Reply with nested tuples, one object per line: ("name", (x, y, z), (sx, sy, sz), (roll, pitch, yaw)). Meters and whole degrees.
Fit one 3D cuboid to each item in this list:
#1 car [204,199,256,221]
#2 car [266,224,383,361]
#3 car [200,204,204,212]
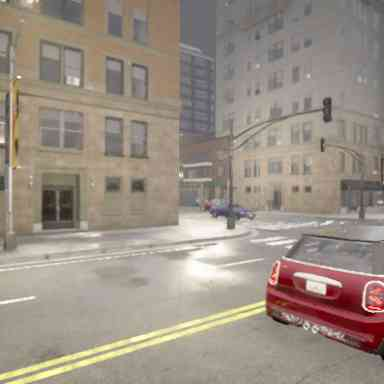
("car", (3.392, 1.602, 28.412), (1.812, 1.442, 4.674), (1, 0, -35))
("car", (3.463, 1.380, 6.000), (4.553, 1.767, 2.097), (0, 0, -37))
("car", (2.738, 1.559, 38.748), (1.967, 1.590, 4.097), (1, 0, -36))
